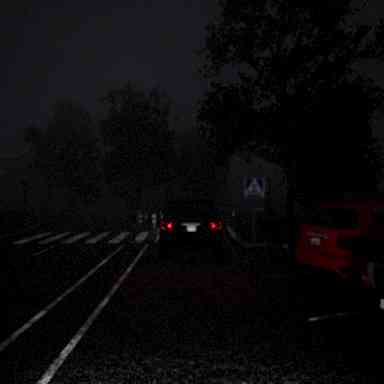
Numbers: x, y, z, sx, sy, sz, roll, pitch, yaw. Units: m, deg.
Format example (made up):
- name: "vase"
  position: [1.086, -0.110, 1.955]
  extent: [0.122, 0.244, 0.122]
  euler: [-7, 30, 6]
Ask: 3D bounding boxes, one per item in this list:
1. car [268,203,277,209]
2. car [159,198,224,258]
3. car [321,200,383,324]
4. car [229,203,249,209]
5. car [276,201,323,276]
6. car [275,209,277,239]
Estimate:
- name: "car"
  position: [17.988, 3.288, 73.607]
  extent: [1.837, 1.490, 4.892]
  euler: [0, 0, -29]
- name: "car"
  position: [-0.055, 1.229, 13.028]
  extent: [2.150, 2.045, 5.566]
  euler: [0, 0, -1]
- name: "car"
  position: [5.283, 1.246, 5.496]
  extent: [5.566, 2.045, 2.435]
  euler: [1, 0, -21]
- name: "car"
  position: [11.399, 3.345, 81.305]
  extent: [4.902, 1.511, 2.128]
  euler: [0, 0, 31]
- name: "car"
  position: [5.302, 1.247, 8.498]
  extent: [5.566, 2.045, 2.435]
  euler: [1, 0, -21]
- name: "car"
  position: [5.226, 1.499, 11.458]
  extent: [4.892, 1.521, 2.231]
  euler: [1, 0, -21]
